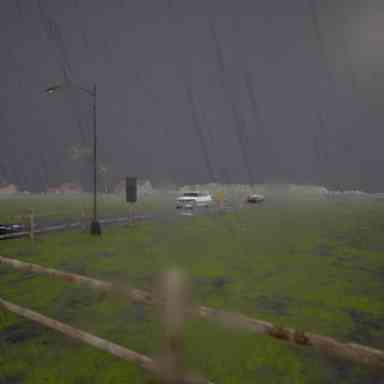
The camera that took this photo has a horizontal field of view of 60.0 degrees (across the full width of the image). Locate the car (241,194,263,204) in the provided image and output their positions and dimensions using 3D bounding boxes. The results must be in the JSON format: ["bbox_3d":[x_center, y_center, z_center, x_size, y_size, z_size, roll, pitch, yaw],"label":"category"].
[{"bbox_3d":[9.690,1.121,53.679,1.882,1.535,5.008,0,0,31],"label":"car"}]

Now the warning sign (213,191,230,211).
[{"bbox_3d":[2.859,0.840,32.032,1.300,1.860,1.060,0,0,31],"label":"warning sign"}]

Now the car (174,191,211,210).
[{"bbox_3d":[0.165,0.915,37.857,2.150,2.045,5.566,0,0,31],"label":"car"}]

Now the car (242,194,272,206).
[{"bbox_3d":[9.401,1.114,47.728,1.882,1.535,5.008,0,0,31],"label":"car"}]

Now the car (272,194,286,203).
[{"bbox_3d":[14.610,1.118,56.570,1.812,1.442,4.674,0,0,31],"label":"car"}]
